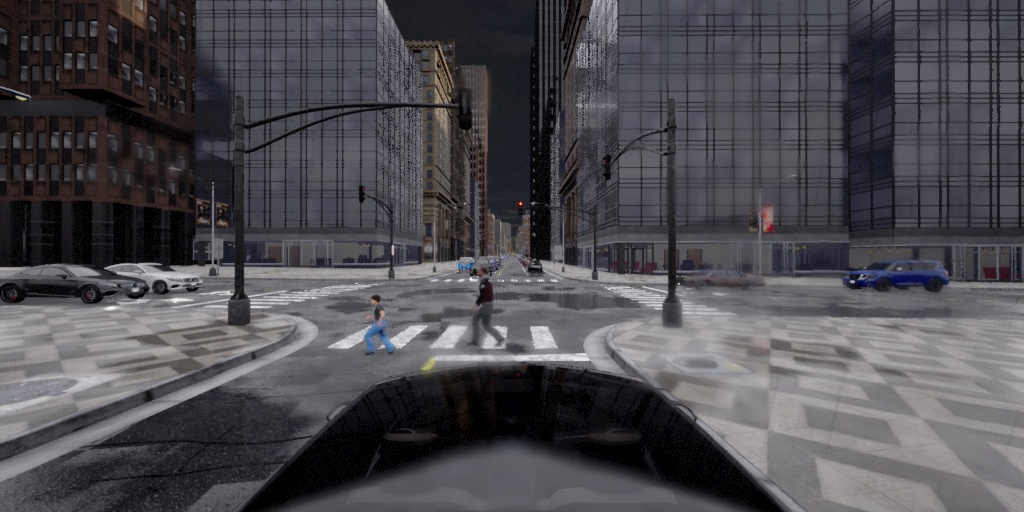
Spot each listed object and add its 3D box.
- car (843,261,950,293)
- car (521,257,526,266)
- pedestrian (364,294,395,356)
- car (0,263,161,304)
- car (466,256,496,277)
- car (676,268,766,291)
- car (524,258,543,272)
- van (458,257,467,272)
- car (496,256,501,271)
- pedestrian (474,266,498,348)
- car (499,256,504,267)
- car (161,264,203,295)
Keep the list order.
[{"bbox_3d":[25.482,1.341,23.890,5.566,2.045,2.150,0,0,0],"label":"car"},{"bbox_3d":[2.934,1.271,61.635,1.802,1.307,4.207,0,0,0],"label":"car"},{"bbox_3d":[-2.653,1.324,7.195,0.375,1.300,0.375,0,0,0],"label":"pedestrian"},{"bbox_3d":[-17.232,1.046,14.137,4.674,1.442,1.812,1,0,-1],"label":"car"},{"bbox_3d":[-2.961,1.081,35.522,2.097,1.767,4.553,0,0,0],"label":"car"},{"bbox_3d":[13.824,1.519,23.950,5.357,1.411,2.033,1,0,0],"label":"car"},{"bbox_3d":[2.840,1.284,44.687,1.948,1.339,4.313,0,0,0],"label":"car"},{"bbox_3d":[-5.685,1.059,44.733,1.690,1.789,3.998,0,0,0],"label":"van"},{"bbox_3d":[-2.898,1.190,48.634,1.882,1.535,5.008,0,0,0],"label":"car"},{"bbox_3d":[-0.556,1.043,7.800,0.375,1.860,0.375,0,0,0],"label":"pedestrian"},{"bbox_3d":[-2.800,1.192,62.594,1.837,1.490,4.892,0,0,1],"label":"car"},{"bbox_3d":[-17.760,1.051,17.394,4.674,1.442,1.812,1,0,0],"label":"car"}]
